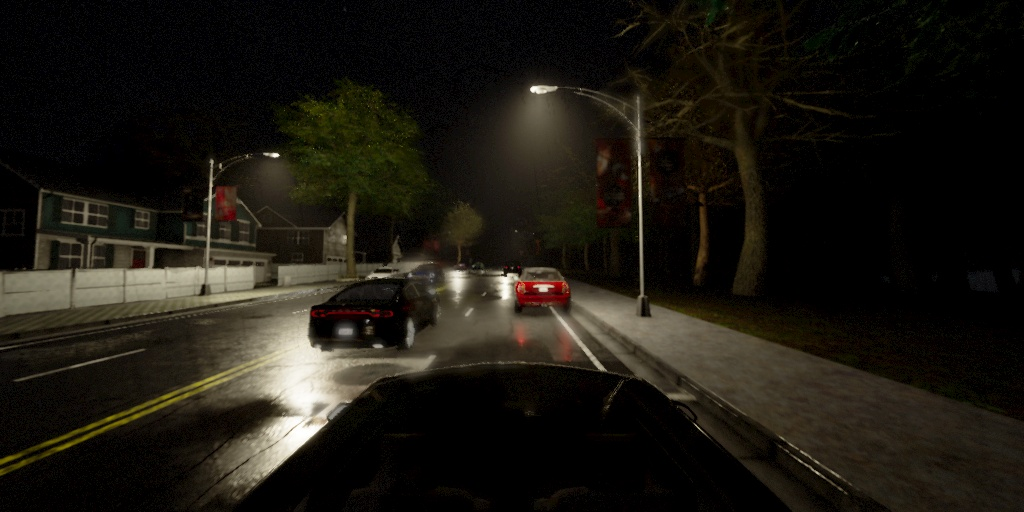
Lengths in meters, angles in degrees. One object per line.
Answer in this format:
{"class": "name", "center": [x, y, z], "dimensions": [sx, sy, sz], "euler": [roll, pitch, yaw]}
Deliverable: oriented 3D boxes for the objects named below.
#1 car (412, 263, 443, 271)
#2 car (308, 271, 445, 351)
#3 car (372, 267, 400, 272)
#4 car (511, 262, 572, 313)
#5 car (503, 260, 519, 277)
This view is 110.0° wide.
{"class": "car", "center": [-6.599, 1.414, 27.956], "dimensions": [2.097, 1.767, 4.553], "euler": [0, -1, 0]}
{"class": "car", "center": [-3.149, 1.311, 9.259], "dimensions": [1.882, 1.535, 5.008], "euler": [0, -1, 0]}
{"class": "car", "center": [-9.850, 1.590, 28.134], "dimensions": [1.812, 1.442, 4.674], "euler": [0, -1, 0]}
{"class": "car", "center": [1.136, 1.252, 14.999], "dimensions": [2.097, 1.767, 4.553], "euler": [0, -1, 0]}
{"class": "car", "center": [0.075, 1.490, 44.007], "dimensions": [2.150, 2.045, 5.566], "euler": [0, -1, 0]}
